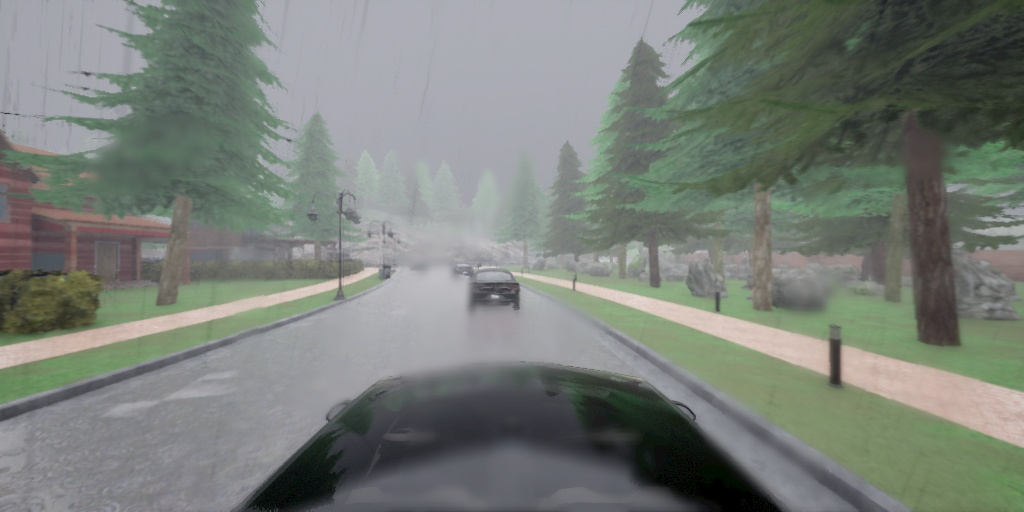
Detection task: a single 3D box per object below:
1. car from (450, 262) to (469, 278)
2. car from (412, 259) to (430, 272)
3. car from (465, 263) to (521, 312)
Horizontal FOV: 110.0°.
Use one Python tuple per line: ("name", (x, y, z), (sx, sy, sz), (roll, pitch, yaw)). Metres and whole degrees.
("car", (-4.655, 1.291, 33.800), (1.812, 1.442, 4.674), (0, 0, -14))
("car", (-11.990, 1.140, 47.226), (2.097, 1.767, 4.553), (0, 0, -15))
("car", (-0.809, 1.231, 14.473), (1.882, 1.535, 5.008), (0, 0, -6))
